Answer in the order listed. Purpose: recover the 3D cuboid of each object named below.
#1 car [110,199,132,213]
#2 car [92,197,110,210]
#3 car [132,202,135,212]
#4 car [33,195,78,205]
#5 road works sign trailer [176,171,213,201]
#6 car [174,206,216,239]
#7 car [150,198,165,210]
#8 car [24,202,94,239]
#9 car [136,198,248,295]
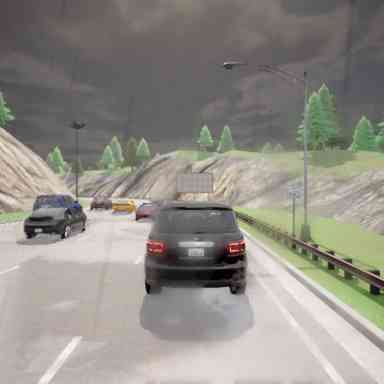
[{"bbox_3d":[-7.382,1.477,36.477,1.882,1.535,5.008,0,0,-4],"label":"car"},{"bbox_3d":[-11.447,1.352,42.133,2.097,1.767,4.553,0,0,-6],"label":"car"},{"bbox_3d":[-3.479,1.563,27.691,1.994,1.385,4.181,0,0,-1],"label":"car"},{"bbox_3d":[-10.456,1.223,26.143,2.150,2.045,5.566,0,0,-1],"label":"car"},{"bbox_3d":[0.186,0.464,21.599,2.380,3.560,2.880,0,0,0],"label":"road works sign trailer"},{"bbox_3d":[0.119,1.559,18.102,1.994,1.385,4.181,0,0,-1],"label":"car"},{"bbox_3d":[-4.626,1.504,44.061,1.837,1.490,4.892,0,0,-7],"label":"car"},{"bbox_3d":[-6.923,1.503,17.427,1.837,1.490,4.892,0,0,0],"label":"car"},{"bbox_3d":[0.087,1.221,8.884,2.150,2.045,5.566,0,0,0],"label":"car"}]
